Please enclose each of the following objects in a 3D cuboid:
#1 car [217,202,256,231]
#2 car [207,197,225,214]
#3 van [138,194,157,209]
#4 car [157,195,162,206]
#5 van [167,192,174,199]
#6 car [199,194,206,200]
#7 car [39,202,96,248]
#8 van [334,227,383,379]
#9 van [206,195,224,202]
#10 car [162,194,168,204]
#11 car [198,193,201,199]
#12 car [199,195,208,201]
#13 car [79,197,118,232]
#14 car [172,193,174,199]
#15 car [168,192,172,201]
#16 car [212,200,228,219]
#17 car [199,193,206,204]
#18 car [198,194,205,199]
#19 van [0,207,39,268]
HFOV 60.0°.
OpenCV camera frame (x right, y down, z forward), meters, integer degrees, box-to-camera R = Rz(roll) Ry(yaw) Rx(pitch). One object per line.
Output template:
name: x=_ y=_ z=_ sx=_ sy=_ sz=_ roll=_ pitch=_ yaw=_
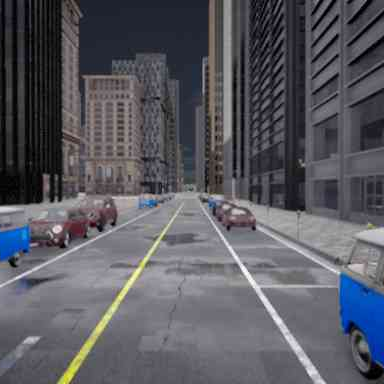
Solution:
car: x=2.738 y=1.517 z=19.840 sx=1.802 sy=1.307 sz=4.206 roll=0 pitch=0 yaw=0
car: x=2.724 y=1.464 z=31.121 sx=1.947 sy=1.339 sz=4.313 roll=0 pitch=0 yaw=0
van: x=-5.815 y=1.201 z=42.389 sx=1.690 sy=1.788 sz=3.998 roll=0 pitch=0 yaw=0
car: x=-5.820 y=1.386 z=48.031 sx=1.887 sy=1.381 sz=4.507 roll=0 pitch=0 yaw=0
van: x=-5.872 y=1.014 z=93.157 sx=1.690 sy=1.788 sz=3.998 roll=0 pitch=0 yaw=0
car: x=2.660 y=1.221 z=87.697 sx=1.752 sy=1.417 sz=4.829 roll=0 pitch=0 yaw=0
car: x=-5.782 y=1.394 z=14.184 sx=1.967 sy=1.590 sz=4.097 roll=0 pitch=0 yaw=0
van: x=2.756 y=1.331 z=2.917 sx=1.690 sy=1.788 sz=3.998 roll=0 pitch=0 yaw=0
van: x=2.717 y=1.220 z=36.761 sx=1.690 sy=1.788 sz=3.998 roll=0 pitch=0 yaw=0
car: x=-5.833 y=1.369 z=59.312 sx=1.947 sy=1.339 sz=4.313 roll=0 pitch=0 yaw=0
car: x=2.679 y=1.313 z=70.605 sx=2.008 sy=1.369 sz=4.403 roll=0 pitch=0 yaw=0
car: x=2.673 y=1.307 z=76.246 sx=1.947 sy=1.339 sz=4.313 roll=0 pitch=0 yaw=0
car: x=-5.789 y=1.250 z=19.826 sx=2.192 sy=1.841 sz=5.009 roll=0 pitch=0 yaw=0
car: x=-5.859 y=1.285 z=81.876 sx=1.947 sy=1.339 sz=4.313 roll=0 pitch=0 yaw=0
car: x=-5.846 y=1.203 z=70.593 sx=1.967 sy=1.590 sz=4.097 roll=0 pitch=0 yaw=0
car: x=2.731 y=1.498 z=25.481 sx=1.802 sy=1.307 sz=4.206 roll=0 pitch=0 yaw=0
car: x=2.692 y=1.348 z=59.324 sx=1.887 sy=1.381 sz=4.507 roll=0 pitch=0 yaw=0
car: x=2.654 y=1.224 z=93.168 sx=2.008 sy=1.369 sz=4.403 roll=0 pitch=0 yaw=0
van: x=-5.776 y=1.313 z=8.543 sx=1.690 sy=1.788 sz=3.998 roll=0 pitch=0 yaw=0
